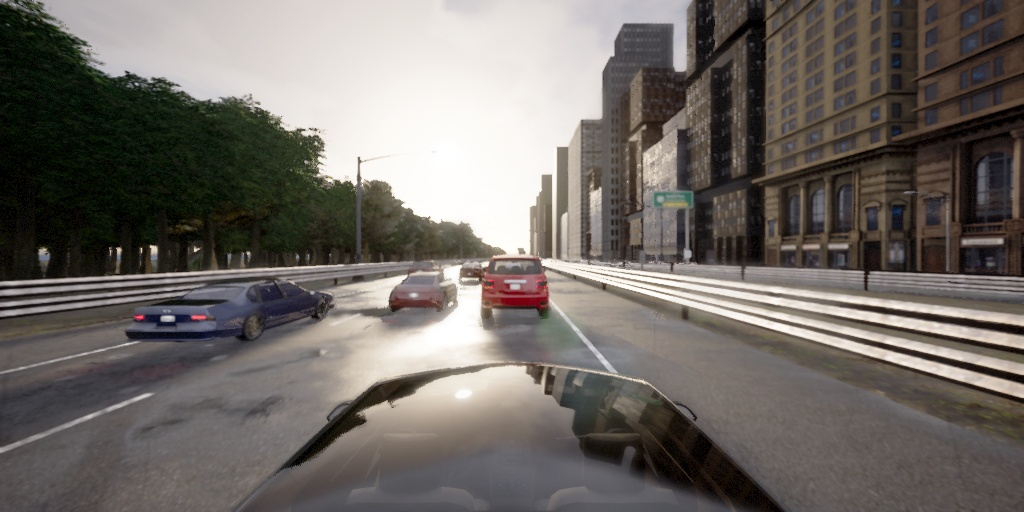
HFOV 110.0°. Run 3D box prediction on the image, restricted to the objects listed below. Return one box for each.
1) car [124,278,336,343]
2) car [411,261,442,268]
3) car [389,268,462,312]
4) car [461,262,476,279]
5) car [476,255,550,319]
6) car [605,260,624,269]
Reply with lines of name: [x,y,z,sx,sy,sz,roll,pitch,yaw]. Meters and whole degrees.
car: [-6.903,1.310,9.704,2.033,1.411,5.357,0,0,0]
car: [-6.898,1.153,29.185,2.097,1.767,4.553,0,0,0]
car: [-3.400,1.336,14.441,1.994,1.385,4.181,0,0,0]
car: [-3.397,1.282,31.002,1.882,1.535,5.008,0,0,0]
car: [0.100,0.991,13.107,2.150,2.045,5.566,0,0,0]
car: [17.832,1.446,62.134,2.033,1.649,4.856,0,0,-18]
